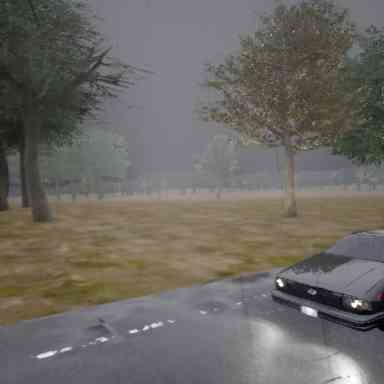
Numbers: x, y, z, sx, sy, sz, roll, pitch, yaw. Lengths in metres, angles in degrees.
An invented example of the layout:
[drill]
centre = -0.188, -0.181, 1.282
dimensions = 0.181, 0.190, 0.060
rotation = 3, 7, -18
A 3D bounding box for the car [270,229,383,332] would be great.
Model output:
[car]
centre = 4.044, 1.514, 6.876
dimensions = 5.357, 1.411, 2.033
rotation = 0, 0, -35
